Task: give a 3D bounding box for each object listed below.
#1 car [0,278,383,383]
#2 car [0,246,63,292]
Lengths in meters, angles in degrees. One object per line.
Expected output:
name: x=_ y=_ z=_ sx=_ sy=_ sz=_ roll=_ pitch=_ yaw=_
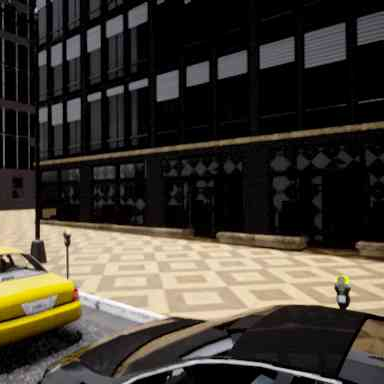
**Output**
car: x=0.678 y=1.564 z=2.363 sx=4.313 sy=1.339 sz=1.947 roll=0 pitch=-1 yaw=36
car: x=-3.956 y=1.503 z=5.877 sx=4.829 sy=1.417 sz=1.752 roll=0 pitch=-1 yaw=35
